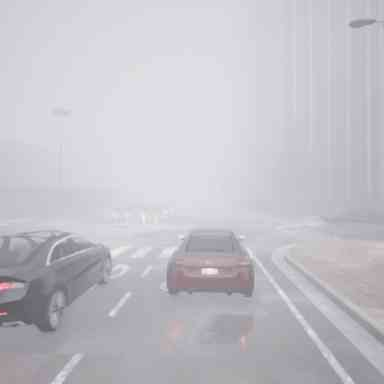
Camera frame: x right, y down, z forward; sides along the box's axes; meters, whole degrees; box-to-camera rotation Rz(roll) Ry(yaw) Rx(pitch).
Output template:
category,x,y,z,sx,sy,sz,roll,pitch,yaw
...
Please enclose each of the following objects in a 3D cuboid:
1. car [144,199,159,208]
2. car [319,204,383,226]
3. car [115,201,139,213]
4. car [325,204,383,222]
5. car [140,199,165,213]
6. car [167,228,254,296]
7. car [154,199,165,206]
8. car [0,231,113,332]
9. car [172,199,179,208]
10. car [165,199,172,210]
category,x,y,z,sx,sy,sz,roll,pitch,yaw
car,-7.601,2.119,62.665,1.882,1.535,5.008,0,-1,3
car,12.964,1.894,26.261,5.357,1.411,2.033,0,-1,3
car,-8.580,1.964,43.258,1.812,1.442,4.674,0,-1,3
car,14.652,1.889,29.684,4.892,1.490,1.837,0,-1,3
car,-5.084,1.967,43.092,1.812,1.442,4.674,0,-1,3
car,0.522,1.660,8.999,1.994,1.385,4.181,0,-1,4
car,-7.070,2.270,72.697,1.812,1.442,4.674,0,-1,3
car,-3.075,1.561,6.954,2.128,1.511,4.902,0,-1,2
car,-4.161,2.126,61.576,2.128,1.511,4.902,0,-1,3
car,-4.647,2.061,52.061,1.812,1.442,4.674,0,-1,3
